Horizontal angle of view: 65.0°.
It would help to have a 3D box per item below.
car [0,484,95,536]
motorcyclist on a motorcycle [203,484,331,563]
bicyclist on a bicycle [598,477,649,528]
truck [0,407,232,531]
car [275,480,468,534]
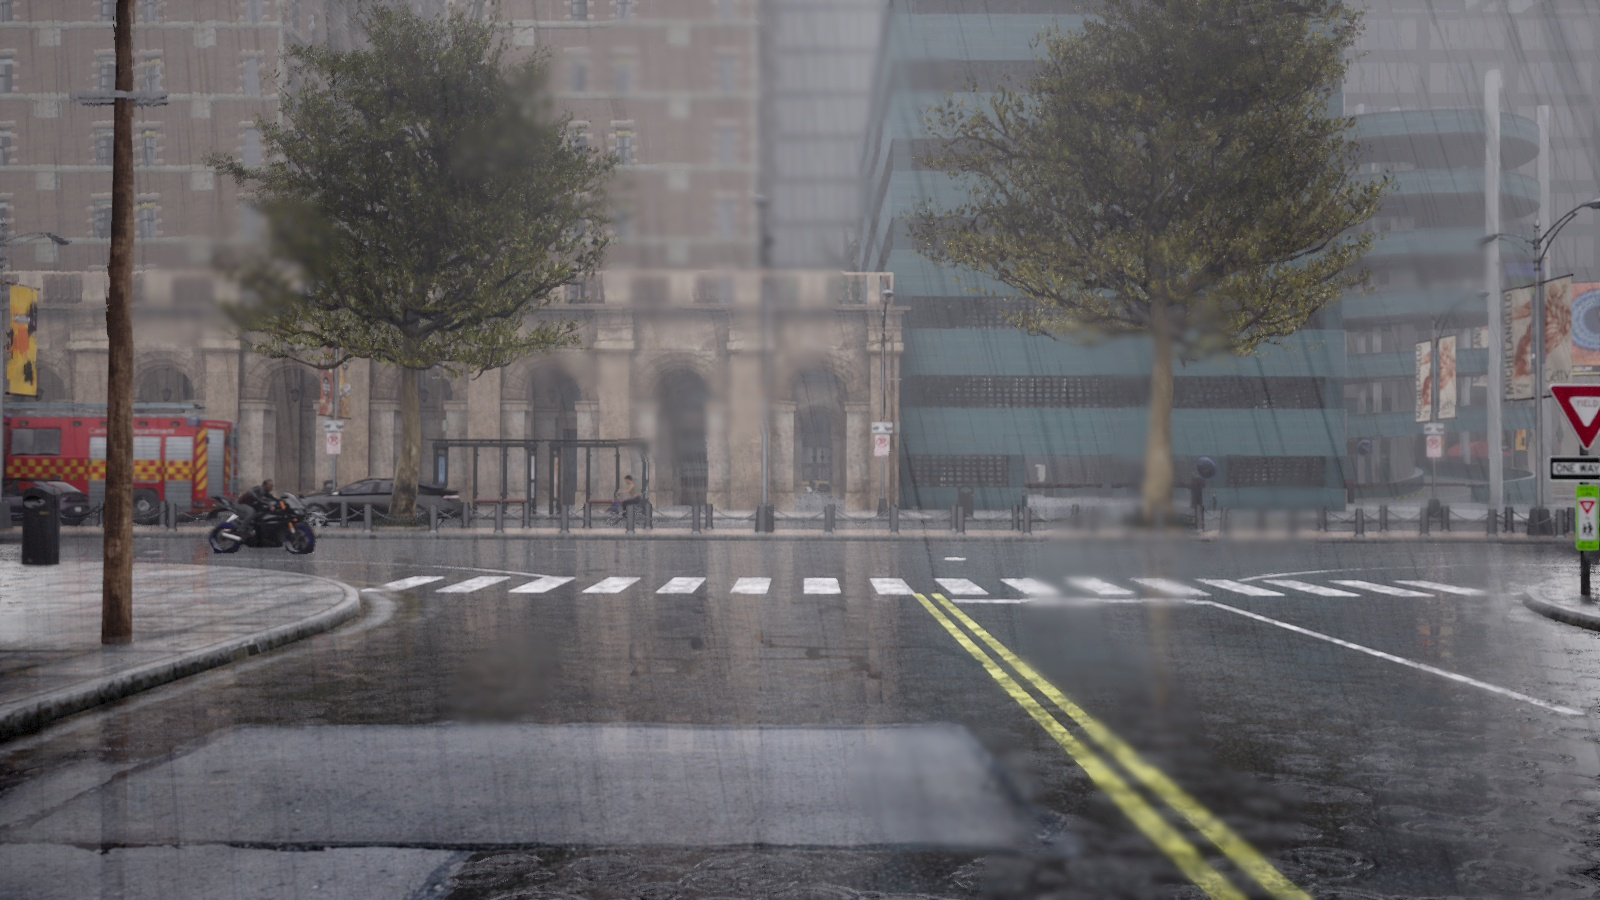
[{"bbox_3d":[-23.308,1.736,36.861,4.193,1.474,1.816,0,-1,1],"label":"car"},{"bbox_3d":[-10.588,1.447,24.983,2.191,1.530,0.866,0,-1,7],"label":"motorcyclist on a motorcycle"},{"bbox_3d":[-5.626,1.659,40.111,1.509,1.612,0.866,0,-1,1],"label":"bicyclist on a bicycle"},{"bbox_3d":[-23.160,0.634,40.385,8.468,3.827,2.891,0,-1,1],"label":"truck"},{"bbox_3d":[-12.437,1.632,36.713,4.902,1.511,2.128,0,-1,1],"label":"car"}]
